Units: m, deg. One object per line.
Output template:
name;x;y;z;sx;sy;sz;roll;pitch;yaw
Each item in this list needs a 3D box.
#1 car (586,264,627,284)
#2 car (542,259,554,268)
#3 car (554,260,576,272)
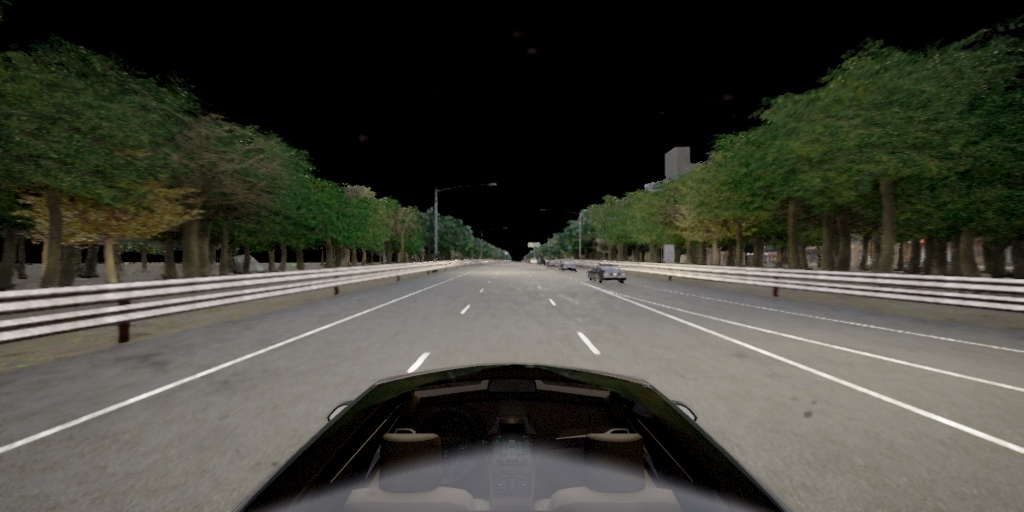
car;7.036;1.306;27.049;2.033;1.411;5.357;0;0;-1
car;7.074;1.373;63.475;2.033;1.411;5.357;0;0;0
car;7.010;1.314;46.079;2.033;1.411;5.357;0;0;0
